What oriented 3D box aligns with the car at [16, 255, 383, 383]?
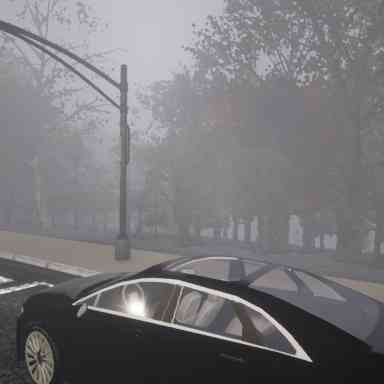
[{"bbox_3d":[-0.006,1.491,3.705,4.902,1.511,2.128,0,0,34],"label":"car"}]
